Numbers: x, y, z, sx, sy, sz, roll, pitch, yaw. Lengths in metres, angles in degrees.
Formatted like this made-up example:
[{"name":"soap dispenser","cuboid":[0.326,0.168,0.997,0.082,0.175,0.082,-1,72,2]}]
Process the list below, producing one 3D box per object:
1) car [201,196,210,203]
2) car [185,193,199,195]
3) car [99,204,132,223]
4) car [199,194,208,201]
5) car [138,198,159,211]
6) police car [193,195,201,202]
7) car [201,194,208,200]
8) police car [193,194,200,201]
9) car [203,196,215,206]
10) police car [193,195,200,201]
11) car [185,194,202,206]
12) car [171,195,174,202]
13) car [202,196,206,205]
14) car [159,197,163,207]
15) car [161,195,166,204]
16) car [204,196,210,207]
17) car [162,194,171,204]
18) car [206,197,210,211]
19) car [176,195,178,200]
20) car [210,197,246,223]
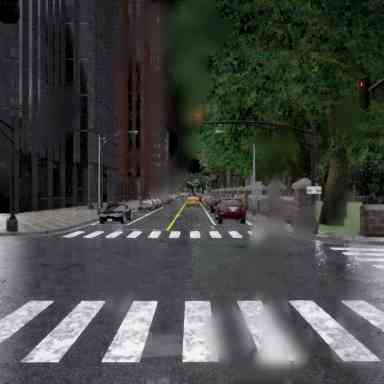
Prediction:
[{"name":"car","cuboid":[2.981,1.593,74.524,1.752,1.417,4.829,0,0,0]},{"name":"car","cuboid":[0.192,1.277,65.406,2.150,2.045,5.566,0,0,0]},{"name":"car","cuboid":[-5.689,1.577,25.262,1.947,1.339,4.313,0,0,0]},{"name":"car","cuboid":[3.013,1.400,85.268,2.192,1.841,5.009,0,0,0]},{"name":"car","cuboid":[-5.641,1.579,41.633,2.008,1.369,4.403,0,0,0]},{"name":"police car","cuboid":[1.123,1.496,76.018,1.930,1.638,5.238,0,0,0]},{"name":"car","cuboid":[2.917,1.481,52.529,1.967,1.590,4.097,0,0,0]},{"name":"police car","cuboid":[1.171,1.521,92.018,1.930,1.638,5.238,0,0,0]},{"name":"car","cuboid":[2.933,1.487,57.985,1.967,1.590,4.097,0,0,0]},{"name":"police car","cuboid":[1.135,1.512,86.018,1.930,1.638,5.238,0,0,0]},{"name":"car","cuboid":[0.212,1.522,55.280,1.882,1.535,5.008,0,0,0]},{"name":"car","cuboid":[-5.560,1.375,68.919,2.192,1.841,5.009,0,0,0]},{"name":"car","cuboid":[2.900,1.586,47.072,2.008,1.369,4.403,0,0,0]},{"name":"car","cuboid":[-5.625,1.617,47.090,1.802,1.307,4.206,0,0,0]},{"name":"car","cuboid":[-5.609,1.623,52.547,1.802,1.307,4.206,0,0,0]},{"name":"car","cuboid":[2.884,1.579,41.615,2.008,1.369,4.403,0,0,0]},{"name":"car","cuboid":[-5.576,1.635,63.462,1.802,1.307,4.206,0,0,0]},{"name":"car","cuboid":[2.868,1.588,36.159,1.947,1.339,4.313,0,0,0]},{"name":"car","cuboid":[-5.496,1.534,90.747,1.967,1.590,4.097,0,0,0]},{"name":"car","cuboid":[2.836,1.326,25.247,2.192,1.841,5.009,0,0,0]}]
